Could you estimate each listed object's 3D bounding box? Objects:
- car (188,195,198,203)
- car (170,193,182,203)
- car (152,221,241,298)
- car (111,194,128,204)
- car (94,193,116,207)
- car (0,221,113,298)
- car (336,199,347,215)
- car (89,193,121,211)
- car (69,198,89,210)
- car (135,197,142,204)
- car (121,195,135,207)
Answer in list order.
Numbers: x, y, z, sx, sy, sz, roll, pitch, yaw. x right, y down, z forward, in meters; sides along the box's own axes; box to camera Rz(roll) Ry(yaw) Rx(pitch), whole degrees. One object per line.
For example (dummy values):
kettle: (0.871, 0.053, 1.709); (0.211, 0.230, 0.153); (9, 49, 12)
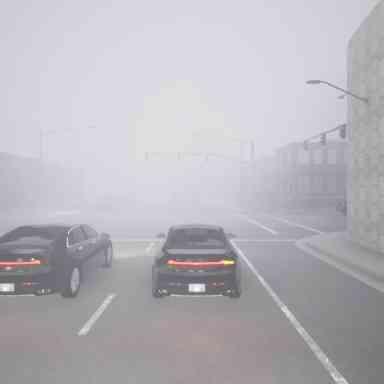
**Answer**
car: (0.212, 1.352, 68.220); (2.097, 1.767, 4.553); (0, 0, 0)
car: (-3.288, 1.221, 68.287); (2.150, 2.045, 5.566); (0, 0, 0)
car: (0.105, 1.505, 8.509); (1.837, 1.490, 4.892); (0, 0, 0)
car: (-13.843, 1.352, 63.846); (2.097, 1.767, 4.553); (0, 0, 1)
car: (-13.914, 1.222, 53.661); (2.150, 2.045, 5.566); (0, 0, 0)
car: (-3.395, 1.505, 8.525); (1.837, 1.490, 4.892); (0, 0, 0)
car: (14.906, 0.764, 27.550); (5.566, 2.045, 2.150); (-5, 0, 0)
car: (-10.468, 1.351, 40.475); (2.097, 1.767, 4.553); (0, 0, 0)
car: (-13.960, 1.493, 42.107); (2.128, 1.511, 4.902); (0, 0, 0)
car: (-10.372, 1.564, 60.959); (1.994, 1.385, 4.181); (0, 0, 1)
car: (-10.431, 1.351, 50.543); (2.097, 1.767, 4.553); (0, 0, 0)
